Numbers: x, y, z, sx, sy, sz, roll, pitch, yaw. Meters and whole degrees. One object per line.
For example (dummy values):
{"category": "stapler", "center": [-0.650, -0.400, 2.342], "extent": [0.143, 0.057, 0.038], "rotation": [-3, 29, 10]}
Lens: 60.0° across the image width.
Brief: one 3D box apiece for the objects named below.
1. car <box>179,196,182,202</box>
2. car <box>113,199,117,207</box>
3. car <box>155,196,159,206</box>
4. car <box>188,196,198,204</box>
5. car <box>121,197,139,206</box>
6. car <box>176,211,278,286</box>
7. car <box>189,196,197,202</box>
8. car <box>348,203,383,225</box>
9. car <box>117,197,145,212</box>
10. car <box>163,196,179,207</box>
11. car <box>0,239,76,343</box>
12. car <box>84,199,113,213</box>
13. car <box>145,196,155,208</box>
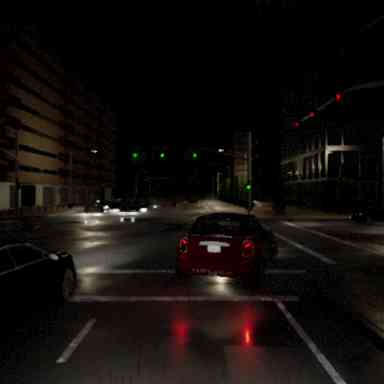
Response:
{"category": "car", "center": [-3.227, 1.676, 77.862], "extent": [2.033, 1.411, 5.357], "rotation": [0, 0, 1]}
{"category": "car", "center": [-10.768, 1.682, 46.966], "extent": [1.895, 1.301, 4.718], "rotation": [0, 0, 1]}
{"category": "car", "center": [-7.046, 1.454, 58.913], "extent": [2.097, 1.767, 4.553], "rotation": [0, 0, 1]}
{"category": "car", "center": [0.131, 1.597, 68.018], "extent": [1.882, 1.535, 5.008], "rotation": [0, 0, 1]}
{"category": "car", "center": [-10.584, 1.590, 57.062], "extent": [2.128, 1.511, 4.902], "rotation": [0, 0, 1]}
{"category": "car", "center": [1.213, 1.385, 9.854], "extent": [2.097, 1.767, 4.553], "rotation": [0, -1, 19]}
{"category": "car", "center": [0.278, 1.615, 78.176], "extent": [1.882, 1.535, 5.008], "rotation": [0, 0, 1]}
{"category": "car", "center": [14.054, 1.592, 24.415], "extent": [4.902, 1.511, 2.128], "rotation": [0, 0, 0]}
{"category": "car", "center": [-7.324, 1.634, 40.211], "extent": [1.994, 1.385, 4.181], "rotation": [0, 0, 0]}
{"category": "car", "center": [-3.499, 1.655, 52.244], "extent": [1.994, 1.385, 4.181], "rotation": [0, 0, 1]}
{"category": "car", "center": [-3.450, 1.501, 5.373], "extent": [2.128, 1.511, 4.902], "rotation": [0, 0, 0]}
{"category": "car", "center": [-10.824, 1.630, 38.163], "extent": [1.994, 1.385, 4.181], "rotation": [0, 0, 0]}
{"category": "car", "center": [-7.234, 1.576, 49.105], "extent": [2.128, 1.511, 4.902], "rotation": [0, 0, 1]}
